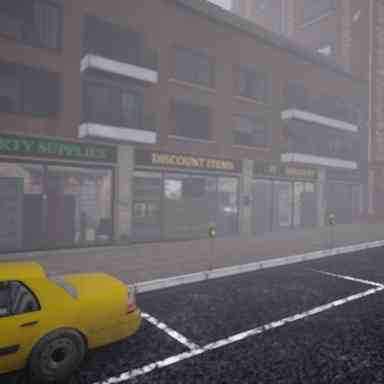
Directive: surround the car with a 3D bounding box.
[{"bbox_3d":[-3.014,1.526,3.925,4.829,1.417,1.752,0,2,-35],"label":"car"}]
